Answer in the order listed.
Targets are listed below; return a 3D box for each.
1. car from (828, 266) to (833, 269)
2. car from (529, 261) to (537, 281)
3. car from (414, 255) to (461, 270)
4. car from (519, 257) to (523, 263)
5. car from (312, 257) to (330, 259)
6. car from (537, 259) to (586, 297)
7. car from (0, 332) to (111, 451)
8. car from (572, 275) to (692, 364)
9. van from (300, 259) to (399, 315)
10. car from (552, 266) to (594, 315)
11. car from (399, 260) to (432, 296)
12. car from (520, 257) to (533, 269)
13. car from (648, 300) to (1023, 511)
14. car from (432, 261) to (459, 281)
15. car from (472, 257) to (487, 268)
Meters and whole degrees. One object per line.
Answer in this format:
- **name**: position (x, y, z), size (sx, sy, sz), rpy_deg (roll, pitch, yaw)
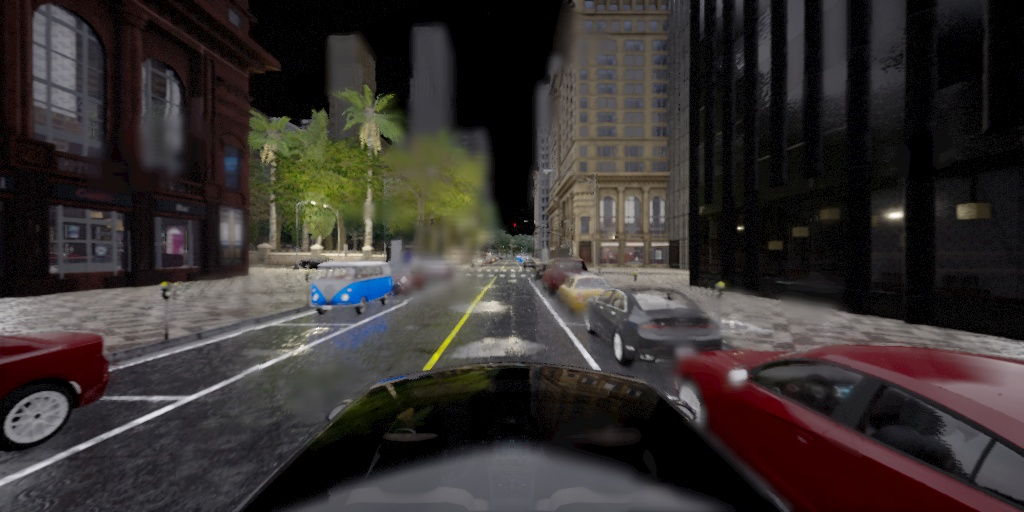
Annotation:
- **car**: position (42.096, 1.594, 44.122), size (5.566, 2.045, 2.150), rpy_deg (1, 0, 1)
- **car**: position (2.741, 1.303, 29.562), size (1.948, 1.339, 4.313), rpy_deg (0, 0, 0)
- **car**: position (-8.712, 0.935, 41.084), size (5.566, 2.045, 2.150), rpy_deg (1, 1, 0)
- **car**: position (2.718, 1.274, 61.419), size (1.948, 1.339, 4.313), rpy_deg (0, 0, 0)
- **car**: position (-21.468, 0.917, 41.092), size (5.008, 1.535, 1.882), rpy_deg (2, 0, 0)
- **car**: position (2.749, 1.058, 18.711), size (2.192, 1.841, 5.009), rpy_deg (0, 0, 0)
- **car**: position (-5.764, 1.295, 2.442), size (1.888, 1.381, 4.507), rpy_deg (0, 0, 0)
- **car**: position (2.757, 1.298, 7.861), size (2.007, 1.370, 4.403), rpy_deg (0, 0, 0)
- **van**: position (-5.772, 1.087, 13.295), size (1.690, 1.789, 3.998), rpy_deg (0, 0, 0)
- **car**: position (2.753, 1.271, 13.456), size (1.751, 1.417, 4.829), rpy_deg (0, 0, 0)
- **car**: position (-5.776, 1.183, 18.721), size (1.967, 1.591, 4.097), rpy_deg (0, 0, 0)
- **car**: position (2.722, 1.280, 55.999), size (1.948, 1.339, 4.313), rpy_deg (0, 0, 0)
- **car**: position (2.760, 1.295, 2.436), size (1.888, 1.381, 4.507), rpy_deg (0, 0, 0)
- **car**: position (-5.784, 1.319, 29.574), size (1.802, 1.307, 4.207), rpy_deg (0, 0, 0)
- **car**: position (-5.808, 1.259, 61.433), size (2.007, 1.370, 4.403), rpy_deg (0, 0, 0)
